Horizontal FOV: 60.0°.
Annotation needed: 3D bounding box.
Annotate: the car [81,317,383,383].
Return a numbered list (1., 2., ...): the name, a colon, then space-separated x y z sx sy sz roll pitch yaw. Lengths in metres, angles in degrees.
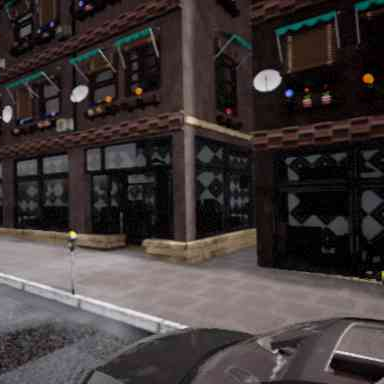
1. car: 1.056 1.544 2.005 4.403 1.369 2.008 0 -1 35
